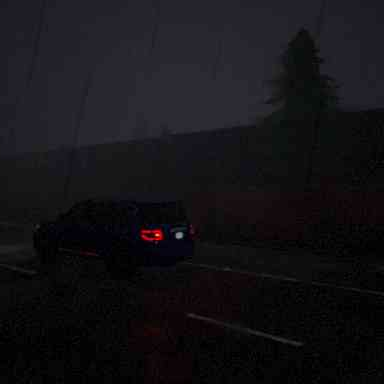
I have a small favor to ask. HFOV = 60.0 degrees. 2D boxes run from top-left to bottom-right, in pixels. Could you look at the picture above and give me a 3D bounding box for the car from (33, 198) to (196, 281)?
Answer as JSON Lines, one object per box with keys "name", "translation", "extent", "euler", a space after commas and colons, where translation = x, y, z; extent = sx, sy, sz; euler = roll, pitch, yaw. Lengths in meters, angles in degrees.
{"name": "car", "translation": [-2.506, 1.198, 10.078], "extent": [5.566, 2.045, 2.150], "euler": [0, 0, 36]}
